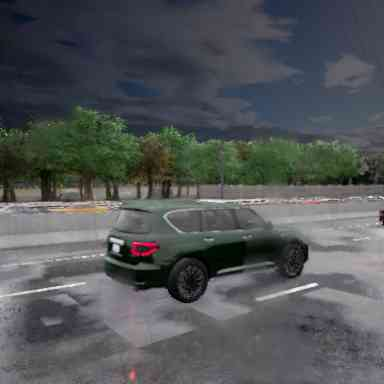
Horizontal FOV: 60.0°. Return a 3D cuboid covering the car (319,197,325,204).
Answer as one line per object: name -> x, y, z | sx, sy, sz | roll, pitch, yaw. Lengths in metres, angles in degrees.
car -> 18.483, 1.516, 51.434 | 4.553, 1.767, 2.097 | 0, 0, -35

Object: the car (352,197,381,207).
car -> 28.395, 1.622, 54.084 | 4.902, 1.511, 2.128 | 0, 0, -34

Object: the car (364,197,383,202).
car -> 24.655, 1.667, 42.947 | 4.181, 1.385, 1.994 | 0, 0, -35

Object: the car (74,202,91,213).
car -> -9.383, 1.640, 27.401 | 5.008, 1.535, 1.882 | 0, 0, -36

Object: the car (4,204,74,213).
car -> -10.962, 1.691, 21.965 | 5.357, 1.411, 2.033 | 0, 0, -36

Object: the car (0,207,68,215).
car -> -9.732, 1.724, 18.543 | 4.718, 1.301, 1.895 | 0, 0, -36

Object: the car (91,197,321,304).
car -> 0.606, 1.261, 8.485 | 5.566, 2.045, 2.150 | 0, 0, -36

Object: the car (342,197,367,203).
car -> 22.107, 1.615, 45.436 | 4.902, 1.511, 2.128 | 0, 0, -35

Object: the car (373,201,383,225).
car -> 14.874, 1.529, 22.959 | 5.008, 1.535, 1.882 | 0, 0, -35

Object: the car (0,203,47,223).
car -> -14.847, 1.709, 27.794 | 4.674, 1.442, 1.812 | 0, 0, -36

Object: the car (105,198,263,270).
car -> -0.111, 1.281, 12.278 | 5.566, 2.045, 2.150 | 0, 0, -36
